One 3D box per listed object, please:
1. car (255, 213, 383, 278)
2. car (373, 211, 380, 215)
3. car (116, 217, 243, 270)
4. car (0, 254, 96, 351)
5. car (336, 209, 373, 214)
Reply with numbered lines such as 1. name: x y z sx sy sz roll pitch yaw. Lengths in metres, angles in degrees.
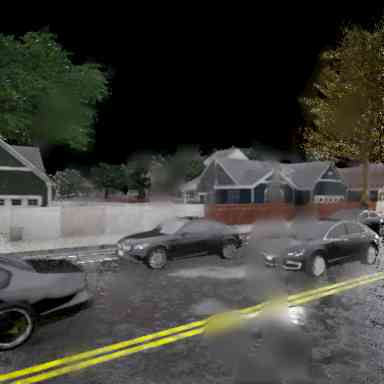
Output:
1. car: 4.123 1.611 10.637 4.892 1.490 1.837 1 -1 -35
2. car: 10.450 1.683 15.072 4.892 1.490 1.837 1 -1 -36
3. car: -0.269 1.615 11.491 4.674 1.442 1.812 0 0 -36
4. car: -4.182 1.563 4.677 5.357 1.411 2.033 1 -1 -36
5. car: 8.553 1.676 17.711 4.902 1.511 2.128 1 -1 -36
